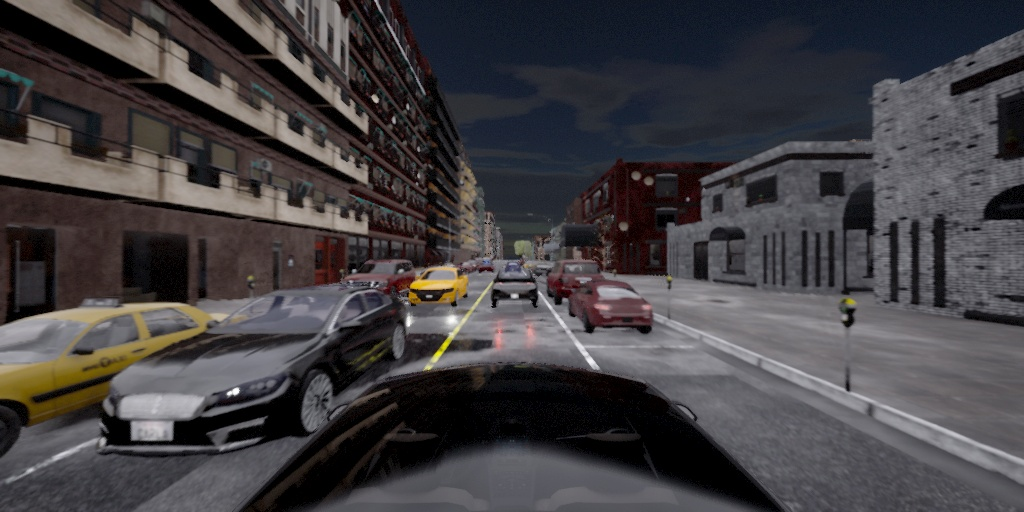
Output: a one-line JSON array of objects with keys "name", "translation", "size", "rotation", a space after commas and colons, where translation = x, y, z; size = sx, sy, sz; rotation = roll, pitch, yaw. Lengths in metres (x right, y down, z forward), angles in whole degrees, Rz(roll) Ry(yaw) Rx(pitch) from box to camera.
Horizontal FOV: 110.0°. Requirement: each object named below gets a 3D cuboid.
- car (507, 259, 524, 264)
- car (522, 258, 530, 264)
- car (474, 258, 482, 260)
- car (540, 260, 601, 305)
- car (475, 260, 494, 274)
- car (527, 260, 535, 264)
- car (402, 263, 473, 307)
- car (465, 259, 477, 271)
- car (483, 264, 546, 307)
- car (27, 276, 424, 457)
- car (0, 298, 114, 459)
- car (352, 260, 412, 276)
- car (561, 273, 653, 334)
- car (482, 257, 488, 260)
[{"name": "car", "translation": [0.094, 1.342, 41.629], "size": [1.812, 1.442, 4.674], "rotation": [0, 0, 0]}, {"name": "car", "translation": [2.686, 1.372, 54.904], "size": [1.751, 1.417, 4.829], "rotation": [0, 0, 0]}, {"name": "car", "translation": [-5.694, 1.273, 49.194], "size": [1.967, 1.591, 4.097], "rotation": [0, 0, 0]}, {"name": "car", "translation": [2.689, 1.083, 15.961], "size": [2.192, 1.841, 5.009], "rotation": [0, 0, 0]}, {"name": "car", "translation": [-3.011, 1.421, 43.388], "size": [1.895, 1.301, 4.718], "rotation": [0, 0, 0]}, {"name": "car", "translation": [2.688, 1.348, 32.578], "size": [2.007, 1.370, 4.403], "rotation": [0, 0, 0]}, {"name": "car", "translation": [-3.077, 1.246, 15.910], "size": [1.882, 1.535, 5.008], "rotation": [0, 0, 0]}, {"name": "car", "translation": [-5.694, 1.365, 43.656], "size": [1.888, 1.381, 4.507], "rotation": [0, 0, 0]}, {"name": "car", "translation": [0.099, 1.259, 15.669], "size": [2.128, 1.511, 4.902], "rotation": [0, 0, 0]}, {"name": "car", "translation": [-3.083, 1.247, 5.536], "size": [2.128, 1.511, 4.902], "rotation": [0, 0, 0]}, {"name": "car", "translation": [-5.691, 1.279, 4.711], "size": [1.751, 1.417, 4.829], "rotation": [0, 0, 0]}, {"name": "car", "translation": [-5.691, 1.083, 15.960], "size": [2.192, 1.841, 5.009], "rotation": [0, 0, 0]}, {"name": "car", "translation": [2.690, 1.343, 10.422], "size": [1.802, 1.307, 4.207], "rotation": [0, 0, 0]}, {"name": "car", "translation": [-5.695, 1.175, 60.273], "size": [2.192, 1.841, 5.009], "rotation": [0, 0, 0]}]
